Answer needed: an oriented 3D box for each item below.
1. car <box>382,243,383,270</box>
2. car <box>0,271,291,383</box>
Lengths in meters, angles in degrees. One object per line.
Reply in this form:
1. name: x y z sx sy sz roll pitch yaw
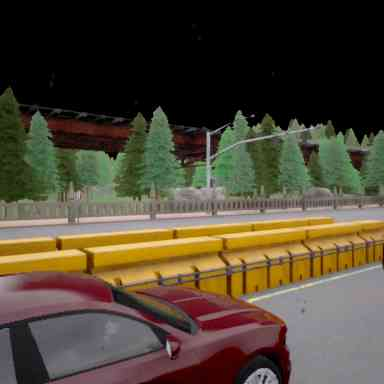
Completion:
1. car: 6.953 1.478 8.731 5.008 1.535 1.882 0 0 -35
2. car: -1.239 1.478 2.861 5.008 1.535 1.882 0 0 -35
